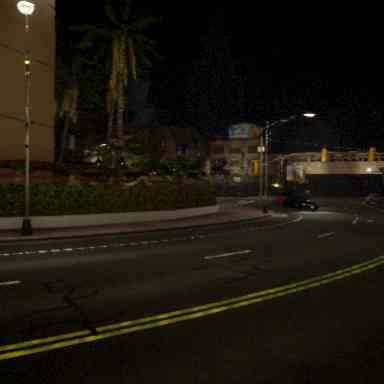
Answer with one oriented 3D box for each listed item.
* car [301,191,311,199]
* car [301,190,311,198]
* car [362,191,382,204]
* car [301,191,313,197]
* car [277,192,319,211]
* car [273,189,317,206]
[{"bbox_3d":[24.553,0.598,71.482,2.097,1.535,5.008,1,1,20],"label":"car"},{"bbox_3d":[26.632,0.398,77.561,2.185,1.767,4.553,1,1,20],"label":"car"},{"bbox_3d":[27.492,1.039,50.428,1.812,1.442,4.674,1,1,20],"label":"car"},{"bbox_3d":[30.367,0.405,87.670,2.231,1.521,4.892,1,1,30],"label":"car"},{"bbox_3d":[10.786,1.100,33.428,1.812,1.442,4.674,1,1,-12],"label":"car"},{"bbox_3d":[12.097,0.831,40.077,2.097,1.767,4.553,0,1,-38],"label":"car"}]
